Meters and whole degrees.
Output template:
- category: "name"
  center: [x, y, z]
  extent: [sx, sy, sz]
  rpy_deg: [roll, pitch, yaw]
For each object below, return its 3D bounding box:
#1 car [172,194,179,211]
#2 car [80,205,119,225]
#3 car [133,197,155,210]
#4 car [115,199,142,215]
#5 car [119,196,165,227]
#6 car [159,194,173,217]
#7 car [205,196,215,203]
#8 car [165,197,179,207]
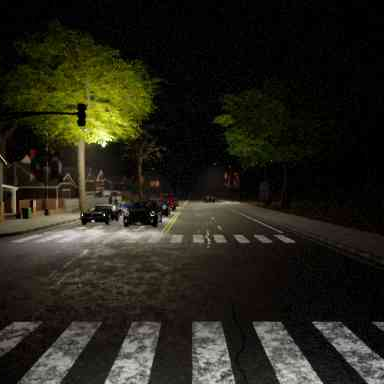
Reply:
- category: "car"
  center: [-3.148, 1.215, 41.223]
  extent: [2.150, 2.045, 5.566]
  rpy_deg: [0, 0, 0]
- category: "car"
  center: [-6.482, 1.594, 24.028]
  extent: [1.895, 1.301, 4.718]
  rpy_deg: [0, 0, 0]
- category: "car"
  center: [-6.374, 1.486, 44.640]
  extent: [2.128, 1.511, 4.902]
  rpy_deg: [0, 0, 1]
- category: "car"
  center: [-6.422, 1.518, 34.200]
  extent: [1.812, 1.442, 4.674]
  rpy_deg: [0, 0, 0]
- category: "car"
  center: [-3.240, 1.345, 22.531]
  extent: [2.097, 1.767, 4.553]
  rpy_deg: [0, 0, 0]
- category: "car"
  center: [-3.197, 1.344, 31.389]
  extent: [2.097, 1.767, 4.553]
  rpy_deg: [0, 0, 0]
- category: "car"
  center: [3.669, 1.505, 67.644]
  extent: [1.837, 1.490, 4.892]
  rpy_deg: [0, 0, 1]
- category: "car"
  center: [-3.062, 1.500, 51.662]
  extent: [1.837, 1.490, 4.892]
  rpy_deg: [0, 0, 1]
